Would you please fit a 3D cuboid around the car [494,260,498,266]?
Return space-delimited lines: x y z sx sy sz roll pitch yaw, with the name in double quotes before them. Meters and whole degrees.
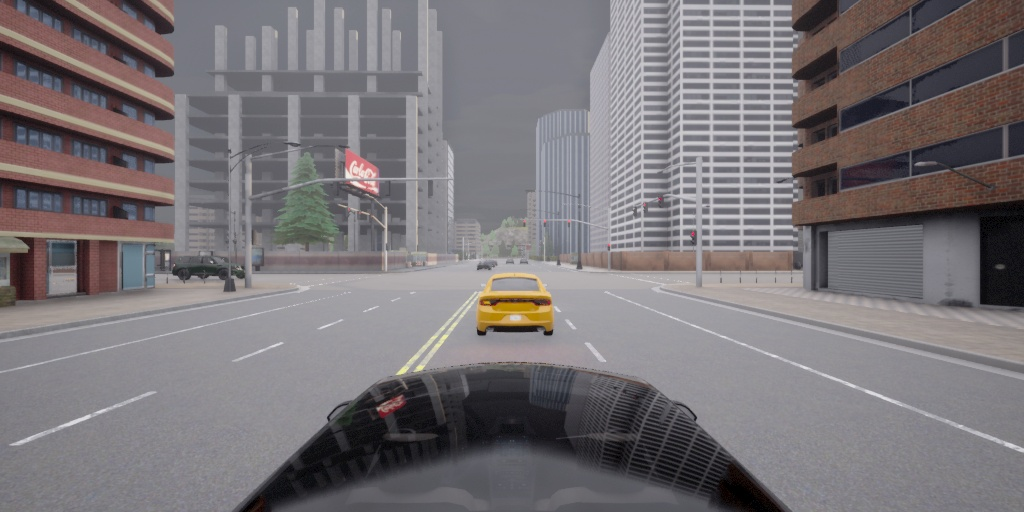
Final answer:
"car" -3.885 1.297 61.866 2.033 1.411 5.357 0 0 0

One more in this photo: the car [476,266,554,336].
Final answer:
"car" 0.065 1.228 10.468 1.882 1.535 5.008 0 0 0

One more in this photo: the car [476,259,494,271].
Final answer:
"car" -3.771 1.351 48.399 1.895 1.301 4.718 0 0 -2

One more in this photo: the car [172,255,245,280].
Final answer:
"car" -25.304 0.972 30.302 5.566 2.045 2.150 0 0 -1
